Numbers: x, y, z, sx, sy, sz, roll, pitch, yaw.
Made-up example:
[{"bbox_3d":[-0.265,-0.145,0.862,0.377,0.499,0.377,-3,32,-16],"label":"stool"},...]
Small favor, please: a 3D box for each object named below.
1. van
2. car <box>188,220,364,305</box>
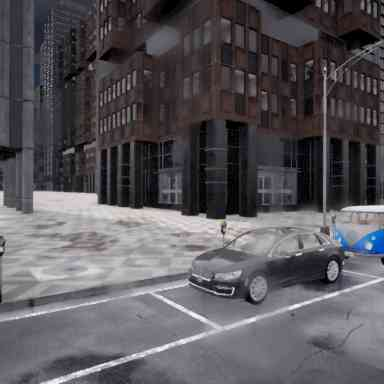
[{"bbox_3d":[6.445,1.342,11.218,3.998,1.788,1.690,0,0,-35],"label":"van"},{"bbox_3d":[1.939,1.551,8.020,4.403,1.369,2.008,0,0,-35],"label":"car"}]
